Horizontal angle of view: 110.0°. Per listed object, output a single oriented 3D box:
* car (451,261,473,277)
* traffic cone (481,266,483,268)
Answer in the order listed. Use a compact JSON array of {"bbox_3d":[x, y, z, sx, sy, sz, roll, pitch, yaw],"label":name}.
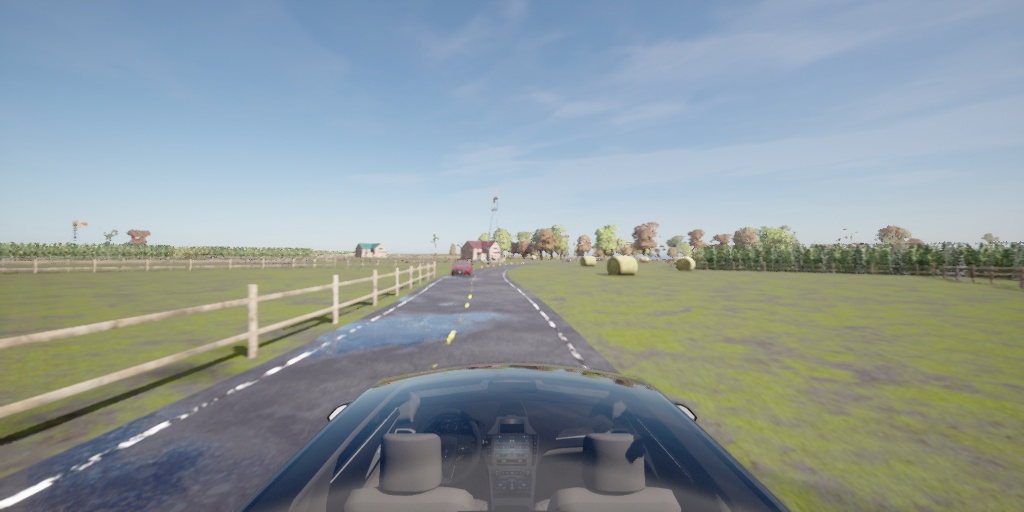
[{"bbox_3d":[-4.961,1.236,35.966,1.882,1.535,5.008,0,0,-2],"label":"car"},{"bbox_3d":[-5.069,1.732,60.487,0.340,0.580,0.340,0,0,7],"label":"traffic cone"}]
